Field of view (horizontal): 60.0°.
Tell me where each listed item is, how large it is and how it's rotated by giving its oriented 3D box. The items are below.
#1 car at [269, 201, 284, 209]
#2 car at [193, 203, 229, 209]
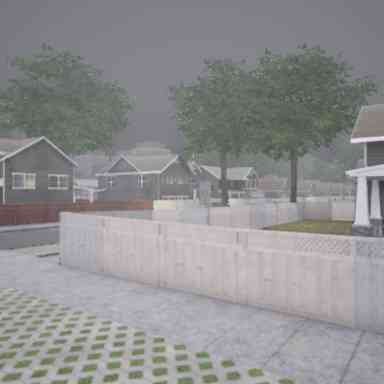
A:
[{"bbox_3d":[12.213,1.962,48.052,2.033,1.411,5.357,0,0,35],"label":"car"},{"bbox_3d":[1.899,1.781,33.733,2.033,1.411,5.357,0,0,35],"label":"car"}]
